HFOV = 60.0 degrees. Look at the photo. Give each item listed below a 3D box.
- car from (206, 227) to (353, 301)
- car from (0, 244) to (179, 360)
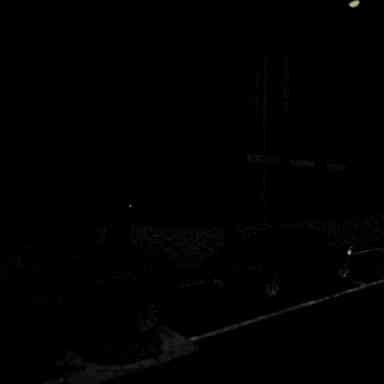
[{"bbox_3d":[2.355,1.607,8.433,4.313,1.339,1.947,0,0,-35],"label":"car"},{"bbox_3d":[-2.224,1.572,5.169,4.313,1.339,1.947,0,0,-35],"label":"car"}]
